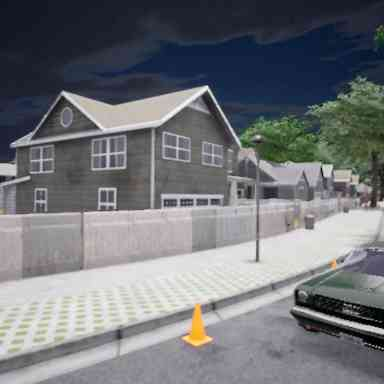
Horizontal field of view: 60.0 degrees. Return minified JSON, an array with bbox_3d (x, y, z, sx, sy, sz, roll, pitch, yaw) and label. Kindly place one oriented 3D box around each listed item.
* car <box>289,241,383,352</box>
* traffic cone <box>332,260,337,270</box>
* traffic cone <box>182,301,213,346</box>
[{"bbox_3d":[3.688,1.649,5.939,4.718,1.301,1.895,1,0,-44],"label":"car"},{"bbox_3d":[3.587,2.013,8.359,0.340,0.580,0.340,0,0,45],"label":"traffic cone"},{"bbox_3d":[0.087,1.980,5.125,0.340,0.580,0.340,1,0,-40],"label":"traffic cone"}]
